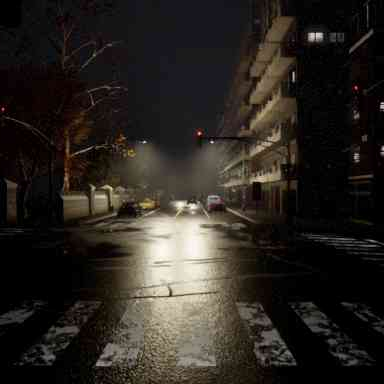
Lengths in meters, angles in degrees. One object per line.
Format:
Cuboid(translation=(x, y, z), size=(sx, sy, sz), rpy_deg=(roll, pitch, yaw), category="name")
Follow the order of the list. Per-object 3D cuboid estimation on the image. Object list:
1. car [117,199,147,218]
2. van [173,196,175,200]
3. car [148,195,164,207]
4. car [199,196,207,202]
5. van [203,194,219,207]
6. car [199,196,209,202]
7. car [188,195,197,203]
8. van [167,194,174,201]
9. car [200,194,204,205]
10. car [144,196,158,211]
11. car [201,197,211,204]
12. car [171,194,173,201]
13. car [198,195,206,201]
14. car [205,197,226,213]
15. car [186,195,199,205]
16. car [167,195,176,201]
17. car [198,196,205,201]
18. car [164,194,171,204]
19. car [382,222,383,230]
Cuboid(translation=(-5.684, 1.580, 30.863), size=(1.947, 1.339, 4.313), rpy_deg=(0, 0, 0), category="car")
Cuboid(translation=(-5.679, 1.432, 81.536), size=(1.690, 1.788, 3.998), rpy_deg=(0, 0, 0), category="van")
Cuboid(translation=(-5.682, 1.347, 47.755), size=(2.192, 1.841, 5.009), rpy_deg=(0, 0, 0), category="car")
Cuboid(translation=(2.700, 1.635, 81.534), size=(1.887, 1.381, 4.507), rpy_deg=(0, 0, 0), category="car")
Cuboid(translation=(2.698, 1.366, 42.123), size=(1.690, 1.788, 3.998), rpy_deg=(0, 0, 0), category="van")
Cuboid(translation=(2.700, 1.629, 75.904), size=(2.008, 1.369, 4.403), rpy_deg=(0, 0, 0), category="car")
Cuboid(translation=(0.009, 1.444, 69.998), size=(1.837, 1.490, 4.892), rpy_deg=(0, 0, 0), category="car")
Cuboid(translation=(-5.678, 1.445, 87.165), size=(1.690, 1.788, 3.998), rpy_deg=(0, 0, 0), category="van")
Cuboid(translation=(2.699, 1.480, 53.384), size=(1.967, 1.590, 4.097), rpy_deg=(0, 0, 0), category="car")
Cuboid(translation=(-5.683, 1.550, 41.955), size=(1.752, 1.417, 4.829), rpy_deg=(0, 0, 0), category="car")
Cuboid(translation=(2.699, 1.602, 64.643), size=(1.887, 1.381, 4.507), rpy_deg=(0, 0, 0), category="car")
Cuboid(translation=(-5.680, 1.508, 70.275), size=(1.967, 1.590, 4.097), rpy_deg=(0, 0, 0), category="car")
Cuboid(translation=(2.702, 1.544, 87.164), size=(1.967, 1.590, 4.097), rpy_deg=(0, 0, 0), category="car")
Cuboid(translation=(2.697, 1.564, 36.492), size=(1.887, 1.381, 4.507), rpy_deg=(0, 0, 0), category="car")
Cuboid(translation=(0.006, 1.597, 59.579), size=(2.033, 1.411, 5.357), rpy_deg=(0, 0, 0), category="car")
Cuboid(translation=(-5.678, 1.669, 92.794), size=(2.008, 1.369, 4.403), rpy_deg=(0, 0, 0), category="car")
Cuboid(translation=(2.702, 1.700, 92.795), size=(1.802, 1.307, 4.206), rpy_deg=(0, 0, 0), category="car")
Cuboid(translation=(-5.681, 1.498, 64.646), size=(1.967, 1.590, 4.097), rpy_deg=(0, 0, 0), category="car")
Cuboid(translation=(13.468, 1.604, 18.539), size=(5.009, 1.841, 2.192), rpy_deg=(1, -1, -1), category="car")
